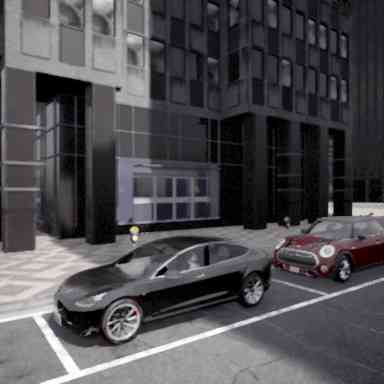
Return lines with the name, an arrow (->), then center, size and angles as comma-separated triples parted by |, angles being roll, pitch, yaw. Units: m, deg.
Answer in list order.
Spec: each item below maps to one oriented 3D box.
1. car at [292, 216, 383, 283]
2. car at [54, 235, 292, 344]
car -> 4.249, 1.460, 9.678 | 4.097, 1.590, 1.967 | 0, 0, -35
car -> -0.314, 1.574, 6.426 | 4.313, 1.339, 1.947 | 0, 0, -35
